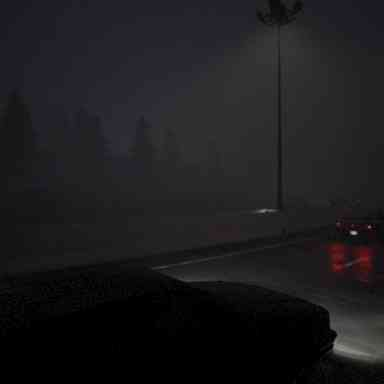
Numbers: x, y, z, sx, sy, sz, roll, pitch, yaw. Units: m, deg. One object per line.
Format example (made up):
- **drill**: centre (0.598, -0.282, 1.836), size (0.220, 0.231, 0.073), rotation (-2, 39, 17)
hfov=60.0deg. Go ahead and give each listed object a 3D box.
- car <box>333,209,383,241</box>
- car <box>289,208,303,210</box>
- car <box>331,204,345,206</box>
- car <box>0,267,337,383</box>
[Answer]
- **car**: centre (8.707, 1.499, 16.244), size (1.895, 1.301, 4.718), rotation (0, 0, 45)
- **car**: centre (11.206, 1.310, 35.911), size (1.882, 1.535, 5.008), rotation (0, 0, 35)
- **car**: centre (16.915, 1.263, 38.231), size (1.882, 1.535, 5.008), rotation (0, 0, 32)
- **car**: centre (-0.749, 1.547, 3.348), size (5.357, 1.411, 2.033), rotation (-1, 0, -37)
